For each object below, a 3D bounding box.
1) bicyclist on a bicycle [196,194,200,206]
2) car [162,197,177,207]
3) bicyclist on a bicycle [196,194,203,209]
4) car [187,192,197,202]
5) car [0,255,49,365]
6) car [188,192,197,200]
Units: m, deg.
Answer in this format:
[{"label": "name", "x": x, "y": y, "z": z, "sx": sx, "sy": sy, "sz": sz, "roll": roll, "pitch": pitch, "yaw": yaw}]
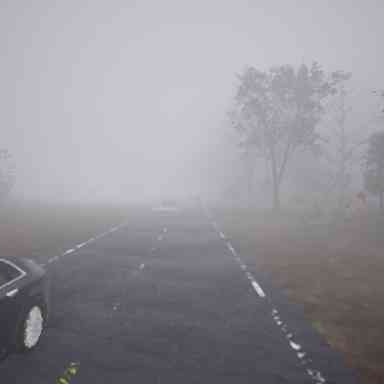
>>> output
[{"label": "bicyclist on a bicycle", "x": 0.836, "y": 1.176, "z": 47.463, "sx": 0.582, "sy": 1.620, "sz": 1.656, "roll": -1, "pitch": 0, "yaw": 0}, {"label": "car", "x": -3.064, "y": 1.337, "z": 45.539, "sx": 1.895, "sy": 1.301, "sz": 4.718, "roll": 0, "pitch": 0, "yaw": 0}, {"label": "bicyclist on a bicycle", "x": 0.866, "y": 1.207, "z": 39.234, "sx": 0.866, "sy": 1.612, "sz": 1.509, "roll": -1, "pitch": 0, "yaw": 0}, {"label": "car", "x": 0.032, "y": 1.147, "z": 65.582, "sx": 1.812, "sy": 1.442, "sz": 4.674, "roll": 0, "pitch": 0, "yaw": 0}, {"label": "car", "x": -3.099, "y": 1.485, "z": 3.224, "sx": 1.837, "sy": 1.490, "sz": 4.892, "roll": 0, "pitch": 0, "yaw": 0}, {"label": "car", "x": 0.035, "y": 0.860, "z": 78.142, "sx": 2.097, "sy": 1.767, "sz": 4.553, "roll": 0, "pitch": 0, "yaw": 0}]
